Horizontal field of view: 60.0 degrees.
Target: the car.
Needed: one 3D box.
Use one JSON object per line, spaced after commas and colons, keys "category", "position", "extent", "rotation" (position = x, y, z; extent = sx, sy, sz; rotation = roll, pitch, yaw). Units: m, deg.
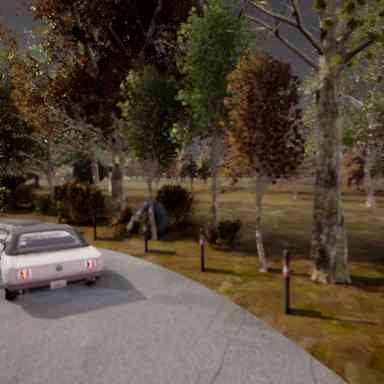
{"category": "car", "position": [-3.786, 1.482, 8.444], "extent": [1.895, 1.301, 4.718], "rotation": [-3, 3, -31]}
